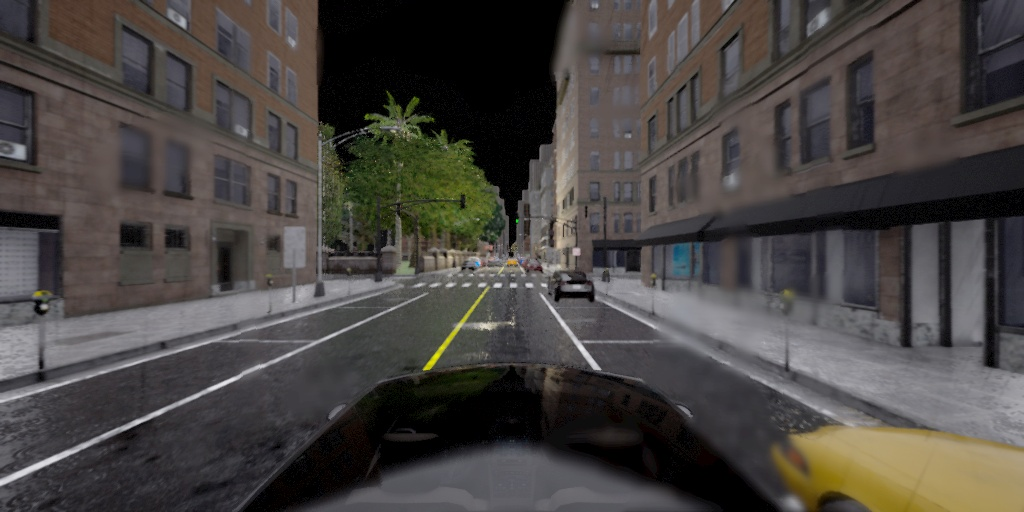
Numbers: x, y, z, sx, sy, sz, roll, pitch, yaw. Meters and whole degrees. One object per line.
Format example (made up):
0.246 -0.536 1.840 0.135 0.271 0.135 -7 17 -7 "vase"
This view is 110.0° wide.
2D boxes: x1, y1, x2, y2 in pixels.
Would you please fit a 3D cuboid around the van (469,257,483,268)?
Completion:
-5.852 1.082 54.240 1.690 1.789 3.998 0 0 0 "van"

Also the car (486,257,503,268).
-3.026 1.304 61.200 1.994 1.385 4.181 0 0 1 "car"

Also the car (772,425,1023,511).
2.667 1.276 0.490 1.751 1.417 4.829 0 0 0 "car"

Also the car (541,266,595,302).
2.669 1.308 16.842 1.948 1.339 4.313 0 0 0 "car"

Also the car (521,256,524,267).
2.672 1.056 48.815 2.192 1.841 5.009 0 0 0 "car"

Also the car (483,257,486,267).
-5.852 1.181 59.648 1.967 1.591 4.097 0 0 0 "car"

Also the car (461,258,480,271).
-5.853 1.307 48.833 1.948 1.339 4.313 0 0 0 "car"

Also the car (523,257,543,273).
2.672 1.181 43.407 1.967 1.591 4.097 0 0 0 "car"
